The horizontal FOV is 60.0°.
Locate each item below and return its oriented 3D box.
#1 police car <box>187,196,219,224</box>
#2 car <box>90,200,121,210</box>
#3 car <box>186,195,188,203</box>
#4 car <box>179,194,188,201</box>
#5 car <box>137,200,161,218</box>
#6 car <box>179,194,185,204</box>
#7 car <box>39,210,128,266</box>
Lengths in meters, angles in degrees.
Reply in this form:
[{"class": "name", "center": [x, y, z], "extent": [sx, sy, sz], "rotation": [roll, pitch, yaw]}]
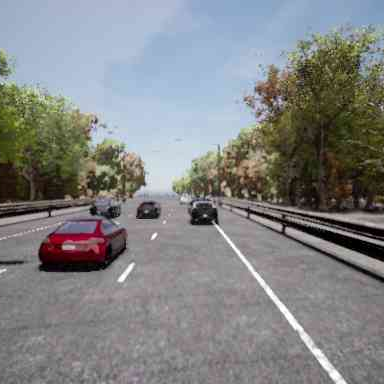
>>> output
[{"class": "police car", "center": [0.819, 1.333, 24.220], "extent": [1.930, 1.638, 5.238], "rotation": [0, 0, -1]}, {"class": "car", "center": [-7.216, 1.389, 28.105], "extent": [2.128, 1.511, 4.902], "rotation": [0, 0, -1]}, {"class": "car", "center": [0.613, 1.361, 34.173], "extent": [1.882, 1.535, 5.008], "rotation": [0, 0, -1]}, {"class": "car", "center": [-1.954, 1.214, 75.302], "extent": [1.812, 1.442, 4.674], "rotation": [0, 0, -3]}, {"class": "car", "center": [-3.738, 1.420, 29.229], "extent": [1.812, 1.442, 4.674], "rotation": [0, 0, -1]}, {"class": "car", "center": [-1.207, 1.377, 58.901], "extent": [1.812, 1.442, 4.674], "rotation": [0, 0, -2]}, {"class": "car", "center": [-3.471, 1.516, 11.335], "extent": [1.994, 1.385, 4.181], "rotation": [0, 0, 0]}]
